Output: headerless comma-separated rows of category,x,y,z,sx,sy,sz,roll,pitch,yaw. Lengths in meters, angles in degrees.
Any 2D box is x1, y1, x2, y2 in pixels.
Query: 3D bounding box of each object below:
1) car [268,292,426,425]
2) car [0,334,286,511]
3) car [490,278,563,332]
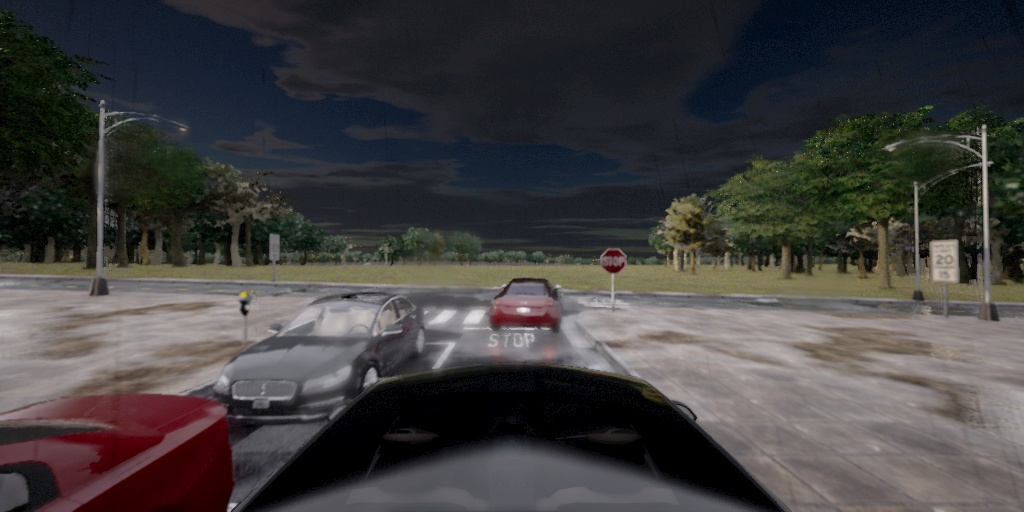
car,-2.636,1.326,5.945,2.007,1.370,4.403,0,0,0
car,-2.637,1.287,0.404,1.888,1.381,4.507,0,0,0
car,0.586,1.368,11.255,1.994,1.385,4.181,0,0,8
